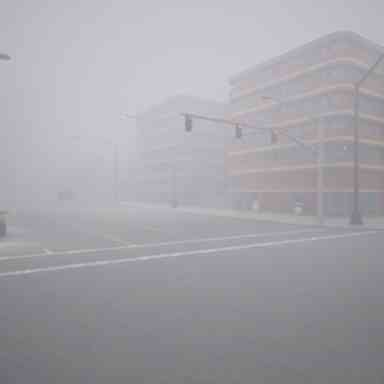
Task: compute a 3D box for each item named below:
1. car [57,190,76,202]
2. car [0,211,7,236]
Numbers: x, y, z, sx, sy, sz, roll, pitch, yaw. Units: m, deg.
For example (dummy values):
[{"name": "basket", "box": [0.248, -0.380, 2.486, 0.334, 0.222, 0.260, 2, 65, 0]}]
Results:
[{"name": "car", "box": [-22.248, 0.708, 58.938, 2.150, 2.045, 5.566, 1, 0, -34]}, {"name": "car", "box": [-11.055, 1.405, 17.582, 1.882, 1.535, 5.008, 1, 0, -35]}]
